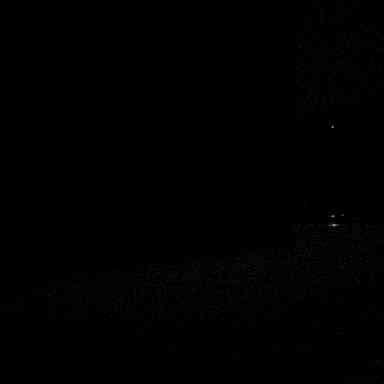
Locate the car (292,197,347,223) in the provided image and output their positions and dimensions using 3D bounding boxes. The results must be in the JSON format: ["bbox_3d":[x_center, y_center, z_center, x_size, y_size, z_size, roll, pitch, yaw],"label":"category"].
[{"bbox_3d":[9.846,1.439,27.526,2.150,2.045,5.566,2,-2,-35],"label":"car"}]
